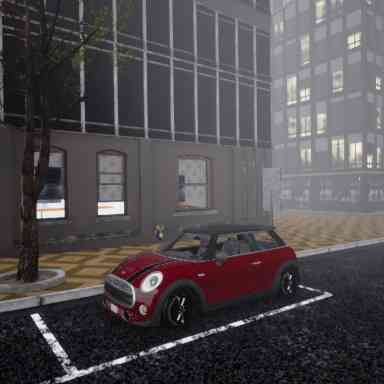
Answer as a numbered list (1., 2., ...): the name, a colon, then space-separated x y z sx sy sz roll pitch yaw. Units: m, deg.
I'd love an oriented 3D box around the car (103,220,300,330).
1. car: 0.295 1.439 6.800 4.097 1.590 1.967 0 -1 -36
